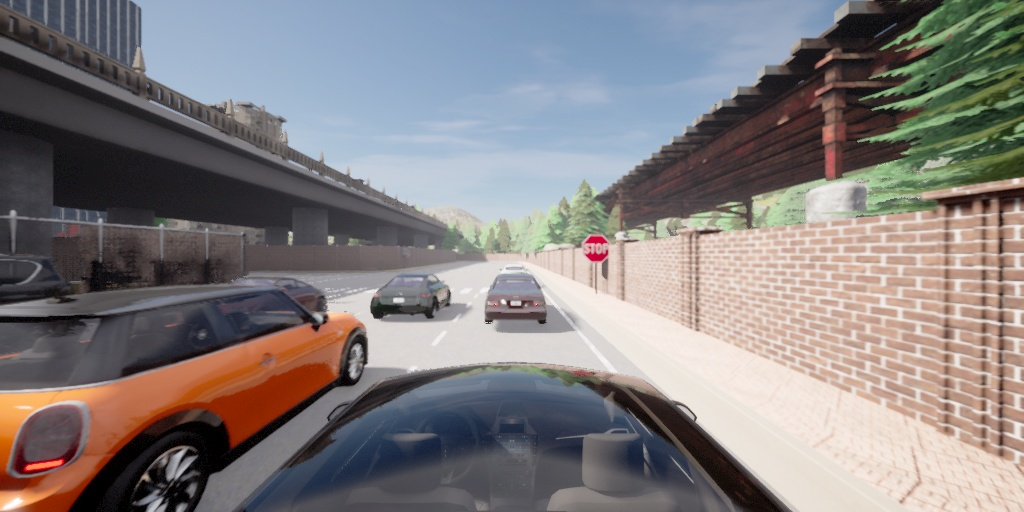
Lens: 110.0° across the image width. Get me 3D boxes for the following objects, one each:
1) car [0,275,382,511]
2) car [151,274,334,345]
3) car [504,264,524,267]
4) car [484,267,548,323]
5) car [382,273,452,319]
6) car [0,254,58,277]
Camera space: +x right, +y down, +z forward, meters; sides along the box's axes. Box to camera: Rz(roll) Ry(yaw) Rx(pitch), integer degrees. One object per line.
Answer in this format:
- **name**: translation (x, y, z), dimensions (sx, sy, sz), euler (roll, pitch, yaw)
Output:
- **car**: translation (-3.401, 1.098, 4.093), dimensions (2.097, 1.767, 4.553), euler (0, 0, 0)
- **car**: translation (-7.069, 1.299, 10.101), dimensions (1.994, 1.385, 4.181), euler (0, 0, 0)
- **car**: translation (0.146, 1.237, 23.347), dimensions (1.812, 1.442, 4.674), euler (0, 0, 0)
- **car**: translation (0.102, 1.279, 11.916), dimensions (2.033, 1.411, 5.357), euler (0, 0, 0)
- **car**: translation (-3.400, 1.294, 12.789), dimensions (1.994, 1.385, 4.181), euler (0, 0, 0)
- **car**: translation (-10.590, 0.965, 5.437), dimensions (2.150, 2.045, 5.566), euler (0, 0, 0)
